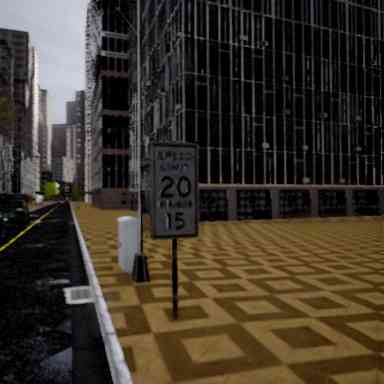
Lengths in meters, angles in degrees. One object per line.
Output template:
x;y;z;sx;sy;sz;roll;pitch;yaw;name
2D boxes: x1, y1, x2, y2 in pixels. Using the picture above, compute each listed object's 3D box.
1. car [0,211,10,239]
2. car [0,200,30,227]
-10.555;1.869;16.383;1.895;1.301;4.718;0;-1;-20;car
-14.237;1.646;26.311;2.150;2.045;5.566;0;-1;-20;car
